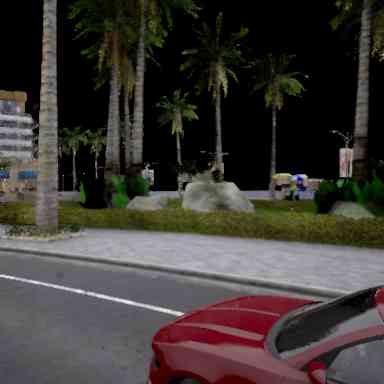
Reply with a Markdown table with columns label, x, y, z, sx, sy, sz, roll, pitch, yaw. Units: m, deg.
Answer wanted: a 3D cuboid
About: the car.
| label | x | y | z | sx | sy | sz | roll | pitch | yaw |
| --- | --- | --- | --- | --- | --- | --- | --- | --- | --- |
| car | 1.874 | 1.461 | 2.432 | 5.008 | 1.535 | 1.882 | 0 | 0 | 35 |
